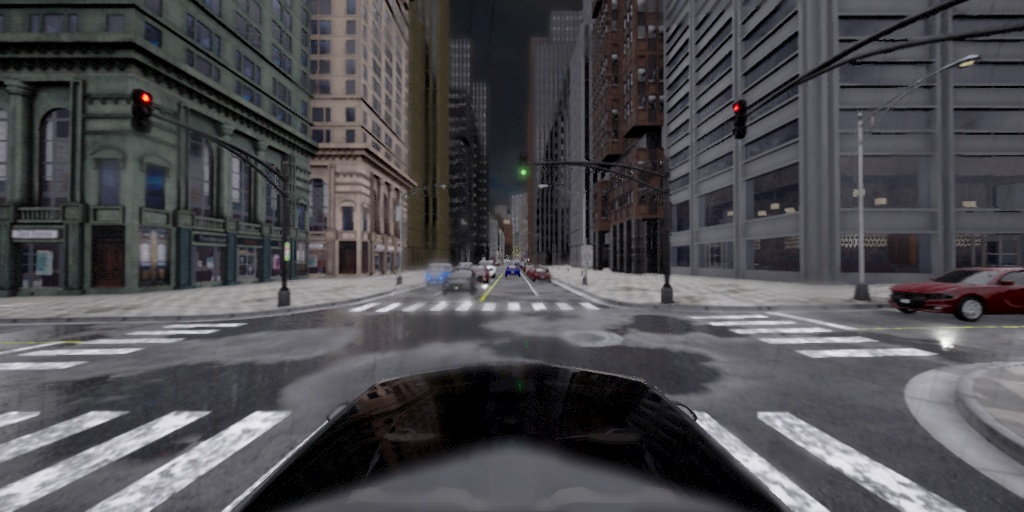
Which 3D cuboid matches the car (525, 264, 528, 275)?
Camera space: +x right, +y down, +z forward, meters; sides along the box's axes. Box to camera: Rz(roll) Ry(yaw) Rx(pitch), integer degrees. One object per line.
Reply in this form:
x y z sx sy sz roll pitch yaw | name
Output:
2.775 1.852 39.792 1.888 1.381 4.507 0 0 0 | car

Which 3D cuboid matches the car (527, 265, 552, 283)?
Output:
2.777 1.769 34.268 1.888 1.381 4.507 0 0 0 | car

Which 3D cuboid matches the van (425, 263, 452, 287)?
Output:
-5.779 1.483 28.761 1.690 1.789 3.998 0 0 0 | van

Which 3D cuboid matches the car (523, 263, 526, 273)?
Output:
2.773 1.934 45.317 1.888 1.381 4.507 0 0 0 | car

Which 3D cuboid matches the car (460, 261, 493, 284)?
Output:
-3.100 1.549 32.477 2.097 1.767 4.553 0 -1 0 | car

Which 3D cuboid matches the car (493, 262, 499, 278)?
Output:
-3.092 1.574 42.916 2.150 2.045 5.566 0 -1 0 | car

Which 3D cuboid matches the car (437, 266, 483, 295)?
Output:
-3.092 1.551 22.205 1.837 1.490 4.892 0 -1 -1 | car

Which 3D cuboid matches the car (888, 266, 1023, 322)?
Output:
14.690 1.082 11.043 5.008 1.535 1.882 -1 -1 2 | car

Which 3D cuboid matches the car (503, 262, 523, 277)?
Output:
0.097 1.894 47.128 1.882 1.535 5.008 0 -1 0 | car
